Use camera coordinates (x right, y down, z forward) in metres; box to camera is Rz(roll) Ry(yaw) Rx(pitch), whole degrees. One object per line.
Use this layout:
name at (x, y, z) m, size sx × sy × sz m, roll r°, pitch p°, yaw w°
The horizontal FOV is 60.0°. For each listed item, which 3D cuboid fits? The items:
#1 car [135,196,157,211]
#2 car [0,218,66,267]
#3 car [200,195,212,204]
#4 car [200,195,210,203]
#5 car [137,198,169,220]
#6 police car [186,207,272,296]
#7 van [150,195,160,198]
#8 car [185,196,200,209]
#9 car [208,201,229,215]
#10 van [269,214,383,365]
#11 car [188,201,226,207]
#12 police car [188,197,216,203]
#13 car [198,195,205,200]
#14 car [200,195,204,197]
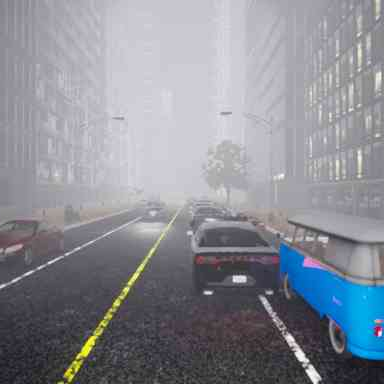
car at (-5.746, 1.563, 39.838) m, size 2.008 × 1.369 × 4.403 m, roll 0°, pitch 0°, yaw 0°
car at (-5.707, 1.586, 11.374) m, size 1.802 × 1.307 × 4.206 m, roll 0°, pitch 0°, yaw 0°
car at (2.603, 1.434, 62.616) m, size 1.967 × 1.590 × 4.097 m, roll 0°, pitch 0°, yaw 0°
car at (2.594, 1.427, 68.308) m, size 1.967 × 1.590 × 4.097 m, roll 0°, pitch 0°, yaw 0°
car at (-3.040, 1.501, 28.294) m, size 2.128 × 1.511 × 4.902 m, roll 0°, pitch 0°, yaw 0°
police car at (0.888, 1.428, 8.818) m, size 1.930 × 1.638 × 5.238 m, roll 0°, pitch 0°, yaw 0°
van at (-5.762, 1.348, 51.223) m, size 1.690 × 1.788 × 3.998 m, roll 0°, pitch 0°, yaw 0°
car at (-0.053, 1.611, 45.784) m, size 1.895 × 1.301 × 4.718 m, roll 0°, pitch 0°, yaw 0°
car at (2.642, 1.594, 34.153) m, size 1.802 × 1.307 × 4.206 m, roll 0°, pitch 0°, yaw 0°
van at (2.682, 1.343, 5.692) m, size 1.690 × 1.788 × 3.998 m, roll 0°, pitch 0°, yaw 0°
car at (0.874, 1.485, 18.708) m, size 1.882 × 1.535 × 5.008 m, roll 0°, pitch 0°, yaw 0°
police car at (0.865, 1.434, 24.818) m, size 1.930 × 1.638 × 5.238 m, roll 0°, pitch 0°, yaw 0°
car at (2.563, 1.498, 91.078) m, size 1.887 × 1.381 × 4.507 m, roll 0°, pitch 0°, yaw 0°
car at (2.618, 1.558, 51.231) m, size 2.008 × 1.369 × 4.403 m, roll 0°, pitch 0°, yaw 0°
